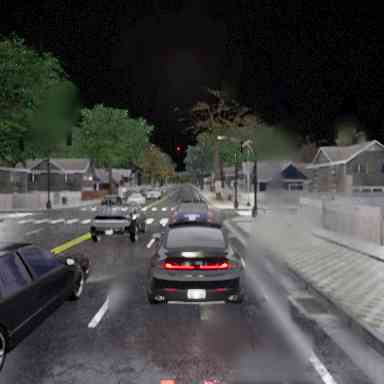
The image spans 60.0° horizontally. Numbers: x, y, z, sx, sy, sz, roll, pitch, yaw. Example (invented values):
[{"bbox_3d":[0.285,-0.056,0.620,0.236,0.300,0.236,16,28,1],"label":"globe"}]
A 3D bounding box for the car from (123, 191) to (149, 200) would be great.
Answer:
[{"bbox_3d":[-6.822,0.970,41.025,1.812,1.442,4.674,0,1,0],"label":"car"}]

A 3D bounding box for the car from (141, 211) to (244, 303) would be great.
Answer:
[{"bbox_3d":[0.062,1.433,7.985,1.837,1.490,4.892,0,1,0],"label":"car"}]

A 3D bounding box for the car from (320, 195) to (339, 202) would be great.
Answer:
[{"bbox_3d":[12.417,1.053,30.848,4.674,1.442,1.812,-1,1,-3],"label":"car"}]

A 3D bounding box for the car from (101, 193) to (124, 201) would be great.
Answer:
[{"bbox_3d":[-10.087,0.990,42.104,1.994,1.385,4.181,0,1,0],"label":"car"}]

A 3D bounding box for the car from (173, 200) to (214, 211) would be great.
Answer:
[{"bbox_3d":[0.073,1.171,17.049,2.097,1.767,4.553,0,1,2],"label":"car"}]

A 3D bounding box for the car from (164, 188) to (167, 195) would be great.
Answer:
[{"bbox_3d":[-6.938,-0.246,75.847,2.097,1.767,4.553,0,2,0],"label":"car"}]

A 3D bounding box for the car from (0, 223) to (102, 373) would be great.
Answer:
[{"bbox_3d":[-3.169,1.504,5.100,2.033,1.411,5.357,0,1,0],"label":"car"}]

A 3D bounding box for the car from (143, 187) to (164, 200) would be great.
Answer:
[{"bbox_3d":[-6.880,0.281,60.305,2.150,2.045,5.566,0,1,0],"label":"car"}]

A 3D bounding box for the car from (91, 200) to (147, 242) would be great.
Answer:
[{"bbox_3d":[-3.236,1.333,15.393,2.128,1.511,4.902,0,1,0],"label":"car"}]

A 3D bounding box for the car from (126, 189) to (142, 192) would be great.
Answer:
[{"bbox_3d":[-10.139,0.543,54.913,2.097,1.767,4.553,0,1,0],"label":"car"}]
